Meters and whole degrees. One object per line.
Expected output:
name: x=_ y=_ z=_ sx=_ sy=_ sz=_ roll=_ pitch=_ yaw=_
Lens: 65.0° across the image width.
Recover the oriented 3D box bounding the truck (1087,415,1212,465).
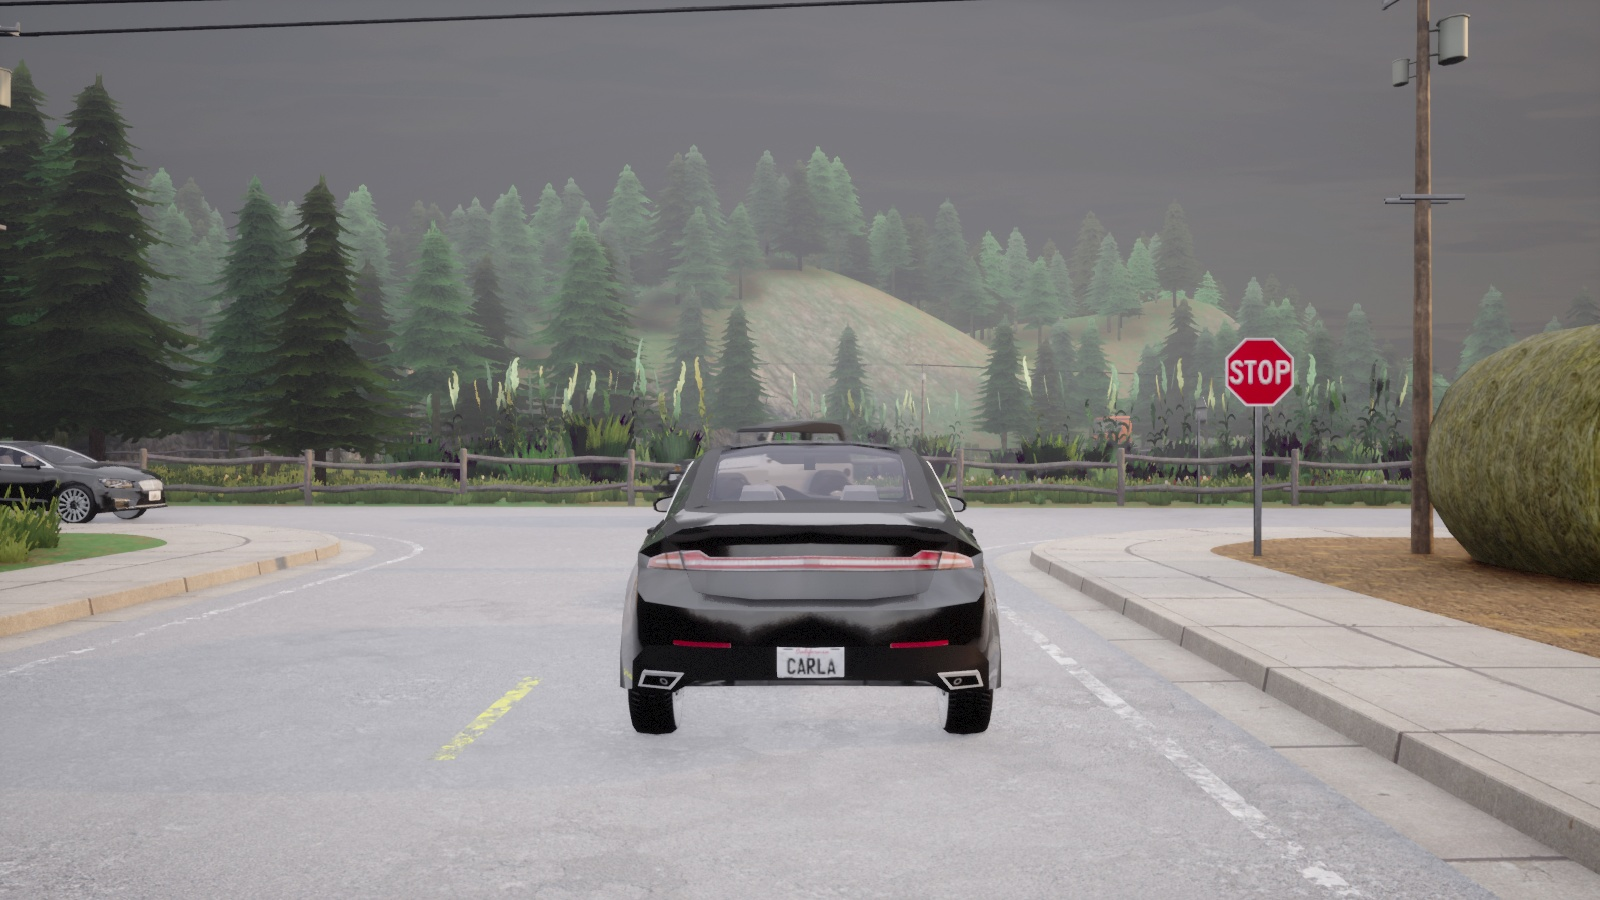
truck: x=24.485 y=-0.714 z=88.240 sx=7.936 sy=3.462 sz=2.891 roll=0 pitch=0 yaw=-2

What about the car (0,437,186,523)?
car: x=-14.394 y=0.524 z=23.385 sx=4.902 sy=1.511 sz=2.128 roll=0 pitch=0 yaw=3

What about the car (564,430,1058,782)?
car: x=0.061 y=0.658 z=7.862 sx=2.128 sy=1.511 sz=4.902 roll=0 pitch=0 yaw=0

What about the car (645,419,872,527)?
car: x=-0.752 y=0.388 z=23.613 sx=3.866 sy=1.878 sz=1.905 roll=0 pitch=0 yaw=-36
